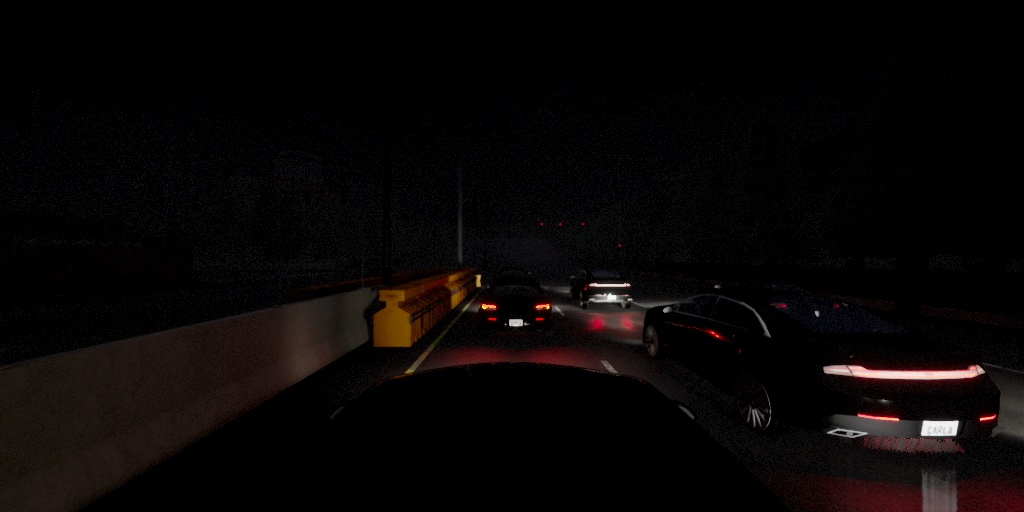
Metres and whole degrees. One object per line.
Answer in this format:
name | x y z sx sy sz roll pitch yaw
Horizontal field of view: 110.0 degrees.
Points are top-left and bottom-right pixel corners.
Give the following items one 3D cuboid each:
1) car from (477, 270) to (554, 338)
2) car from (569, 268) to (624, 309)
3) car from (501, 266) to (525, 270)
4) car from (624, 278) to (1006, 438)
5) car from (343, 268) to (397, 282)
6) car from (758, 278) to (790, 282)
car | 0.078 1.275 10.037 1.812 1.442 4.674 0 0 0
car | 3.560 1.241 14.972 2.128 1.511 4.902 0 0 2
car | 0.061 1.275 19.102 1.812 1.442 4.674 0 0 0
car | 3.596 1.241 5.452 2.128 1.511 4.902 0 0 0
car | -7.078 1.314 18.528 1.994 1.385 4.181 0 0 0
car | 7.080 1.314 10.473 1.994 1.385 4.181 0 0 0
